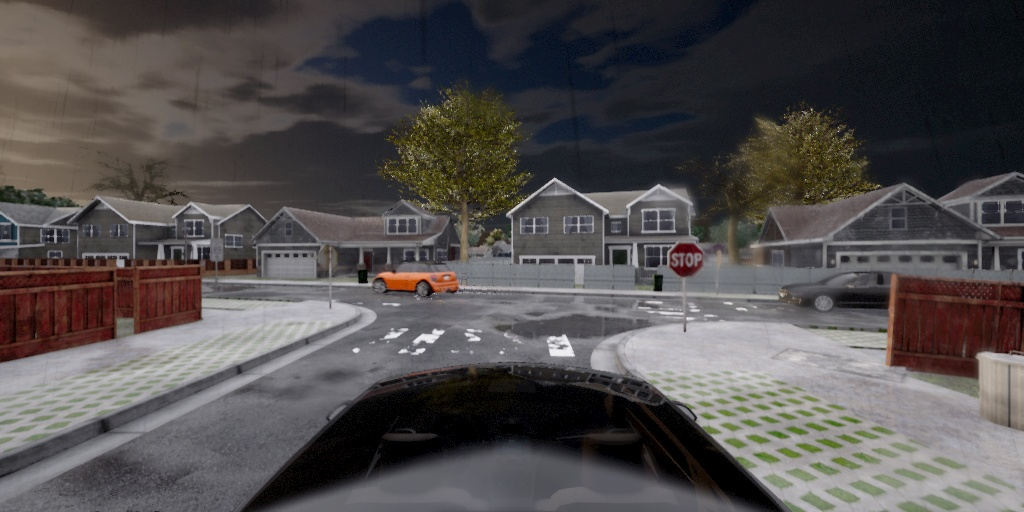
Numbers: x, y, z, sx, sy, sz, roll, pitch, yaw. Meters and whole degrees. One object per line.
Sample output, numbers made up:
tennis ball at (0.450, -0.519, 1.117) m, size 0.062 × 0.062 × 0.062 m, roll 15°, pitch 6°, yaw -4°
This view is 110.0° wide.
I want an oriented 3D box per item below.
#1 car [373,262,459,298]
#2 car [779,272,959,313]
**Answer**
car at (-5.004, 1.077, 18.374) m, size 4.553 × 1.767 × 2.097 m, roll 0°, pitch 0°, yaw 31°
car at (12.897, 1.328, 13.292) m, size 4.892 × 1.490 × 1.837 m, roll 0°, pitch 0°, yaw 18°
